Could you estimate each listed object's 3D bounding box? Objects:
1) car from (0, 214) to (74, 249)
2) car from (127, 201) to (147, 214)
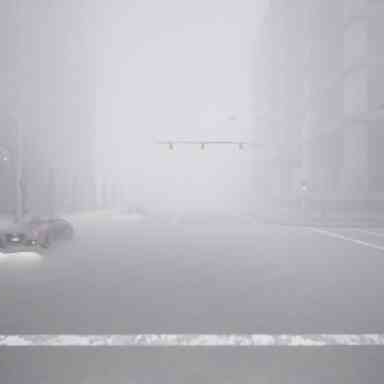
[{"bbox_3d":[-6.910,1.692,15.015,1.994,1.385,4.181,0,-1,0],"label":"car"},{"bbox_3d":[-6.786,1.924,41.107,2.128,1.511,4.902,0,0,0],"label":"car"}]
